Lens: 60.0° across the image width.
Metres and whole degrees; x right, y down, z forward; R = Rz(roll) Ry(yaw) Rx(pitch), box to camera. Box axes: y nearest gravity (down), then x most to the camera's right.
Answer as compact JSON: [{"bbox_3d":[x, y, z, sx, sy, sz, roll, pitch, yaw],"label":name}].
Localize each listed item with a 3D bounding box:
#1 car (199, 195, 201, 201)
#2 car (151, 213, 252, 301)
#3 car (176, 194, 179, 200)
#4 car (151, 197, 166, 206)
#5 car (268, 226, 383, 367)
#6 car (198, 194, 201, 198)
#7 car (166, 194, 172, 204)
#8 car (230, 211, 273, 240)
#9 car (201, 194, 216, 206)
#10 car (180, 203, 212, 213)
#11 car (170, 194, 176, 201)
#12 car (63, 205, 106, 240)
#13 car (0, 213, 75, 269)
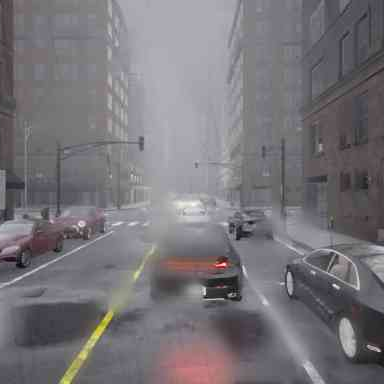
[{"bbox_3d":[2.913,1.606,64.544,2.008,1.369,4.403,0,0,0],"label":"car"},{"bbox_3d":[0.098,1.505,8.301,1.837,1.490,4.892,0,0,0],"label":"car"},{"bbox_3d":[-5.563,1.456,91.600,2.192,1.841,5.009,0,0,0],"label":"car"},{"bbox_3d":[-5.632,1.617,53.740,1.802,1.307,4.206,0,0,0],"label":"car"},{"bbox_3d":[2.856,1.550,5.634,2.008,1.369,4.403,0,0,0],"label":"car"},{"bbox_3d":[2.932,1.523,75.362,1.967,1.590,4.097,0,0,0],"label":"car"},{"bbox_3d":[-5.612,1.606,64.557,2.008,1.369,4.403,0,0,0],"label":"car"},{"bbox_3d":[2.856,1.566,16.636,1.947,1.339,4.313,0,0,0],"label":"car"},{"bbox_3d":[2.892,1.475,53.727,1.967,1.590,4.097,0,0,0],"label":"car"},{"bbox_3d":[0.083,1.526,17.449,1.812,1.442,4.674,0,0,-1],"label":"car"},{"bbox_3d":[-5.582,1.625,80.613,1.752,1.417,4.829,0,0,0],"label":"car"},{"bbox_3d":[-5.669,1.440,16.637,1.967,1.590,4.097,0,0,0],"label":"car"},{"bbox_3d":[-5.670,1.582,11.136,1.802,1.307,4.206,0,0,0],"label":"car"}]
